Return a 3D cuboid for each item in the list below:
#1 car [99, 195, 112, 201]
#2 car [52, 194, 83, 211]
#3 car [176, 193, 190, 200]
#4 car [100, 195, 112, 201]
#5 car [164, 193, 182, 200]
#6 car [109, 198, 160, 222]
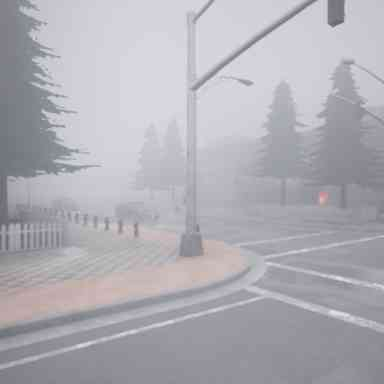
[{"bbox_3d":[-21.441,1.390,82.461,1.970,1.475,3.806,0,0,-37],"label":"car"},{"bbox_3d":[-15.537,1.393,40.764,2.097,1.767,4.553,0,0,-37],"label":"car"},{"bbox_3d":[-2.325,1.077,87.773,1.905,1.878,3.866,0,0,-37],"label":"car"},{"bbox_3d":[-19.404,1.381,74.728,1.845,1.501,3.633,0,0,-37],"label":"car"},{"bbox_3d":[-4.410,1.099,85.708,1.932,1.855,4.605,0,0,-37],"label":"car"},{"bbox_3d":[-4.287,1.503,25.786,2.128,1.511,4.902,0,0,-37],"label":"car"}]
